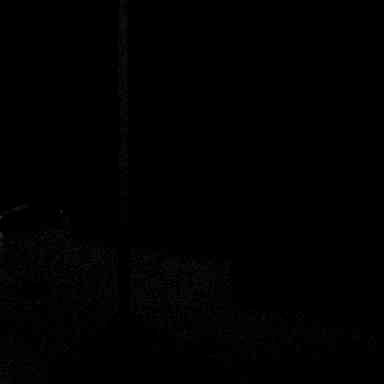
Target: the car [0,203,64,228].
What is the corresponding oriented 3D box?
[{"bbox_3d":[-10.980,1.509,22.385,1.812,1.442,4.674,0,0,36],"label":"car"}]
